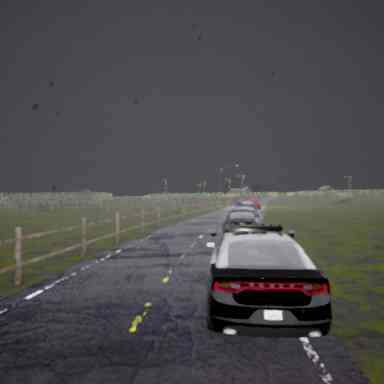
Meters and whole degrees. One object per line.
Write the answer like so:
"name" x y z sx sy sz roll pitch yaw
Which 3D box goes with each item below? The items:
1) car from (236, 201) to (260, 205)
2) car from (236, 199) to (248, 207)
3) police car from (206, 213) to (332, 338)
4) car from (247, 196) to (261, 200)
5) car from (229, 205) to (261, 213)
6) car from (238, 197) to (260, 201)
"car" 3.585 1.649 22.558 1.882 1.535 5.008 0 0 11
"car" 9.600 2.067 64.069 1.895 1.301 4.718 0 0 13
"police car" 1.330 1.482 7.080 1.930 1.638 5.238 0 0 5
"car" 9.114 1.582 50.089 2.150 2.045 5.566 0 0 13
"car" 2.536 1.636 16.742 1.837 1.490 4.892 0 0 9
"car" 6.754 1.772 40.040 1.882 1.535 5.008 0 0 14
